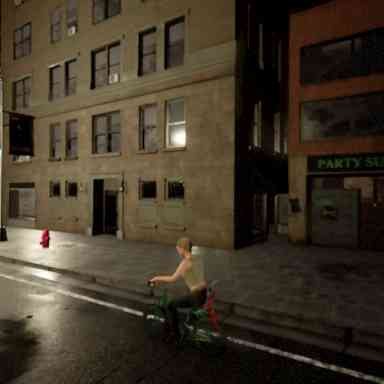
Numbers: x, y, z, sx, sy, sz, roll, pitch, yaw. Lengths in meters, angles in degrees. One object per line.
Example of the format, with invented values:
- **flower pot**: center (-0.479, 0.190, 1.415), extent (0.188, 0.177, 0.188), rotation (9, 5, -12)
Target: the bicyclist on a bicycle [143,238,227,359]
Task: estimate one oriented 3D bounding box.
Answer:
- **bicyclist on a bicycle**: center (-0.165, 1.460, 4.789), extent (1.509, 1.612, 0.866), rotation (-1, -1, 35)
